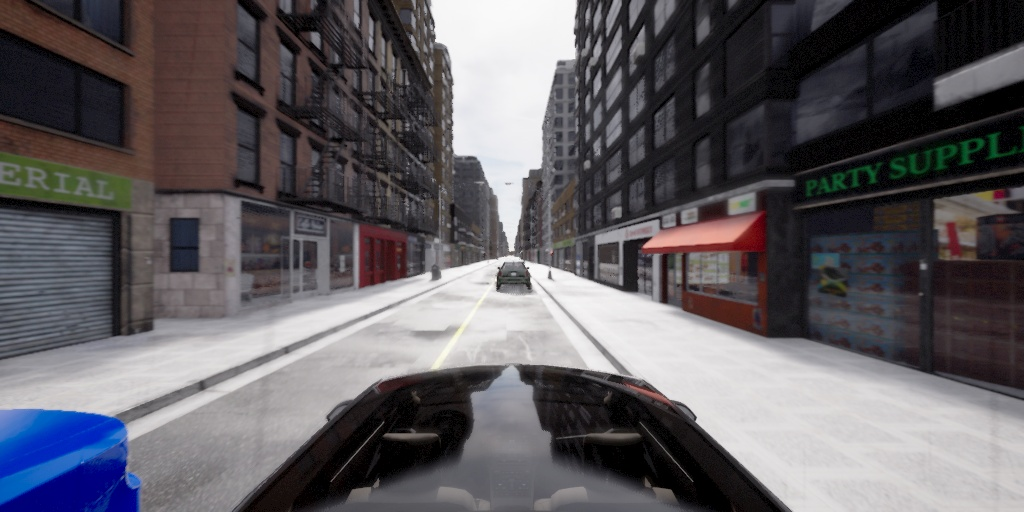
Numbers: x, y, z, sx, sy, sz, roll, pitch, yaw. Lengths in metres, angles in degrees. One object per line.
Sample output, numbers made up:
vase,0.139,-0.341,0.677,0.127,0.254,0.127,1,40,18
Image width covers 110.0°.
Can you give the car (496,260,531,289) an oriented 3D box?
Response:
car,0.098,1.098,23.237,2.097,1.767,4.553,0,0,0
